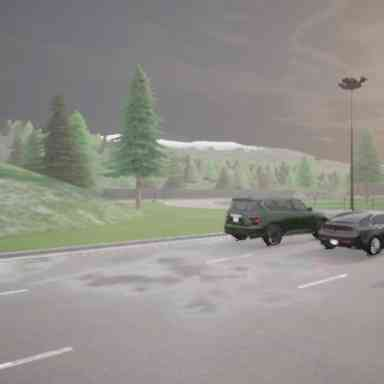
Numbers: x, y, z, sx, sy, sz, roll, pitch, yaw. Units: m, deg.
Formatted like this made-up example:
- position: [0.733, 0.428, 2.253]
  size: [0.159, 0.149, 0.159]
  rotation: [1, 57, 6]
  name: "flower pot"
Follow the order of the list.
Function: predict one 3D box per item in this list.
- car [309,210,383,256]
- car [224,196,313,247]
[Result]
- position: [6.987, 1.499, 13.093]
  size: [4.892, 1.490, 1.837]
  rotation: [0, 0, -35]
  name: "car"
- position: [4.007, 1.216, 15.280]
  size: [5.566, 2.045, 2.150]
  rotation: [0, 0, -35]
  name: "car"
